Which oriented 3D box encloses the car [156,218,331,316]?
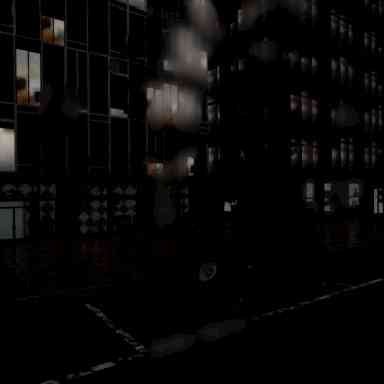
[{"bbox_3d":[1.217,1.439,7.429,4.097,1.590,1.967,0,-1,-35],"label":"car"}]
